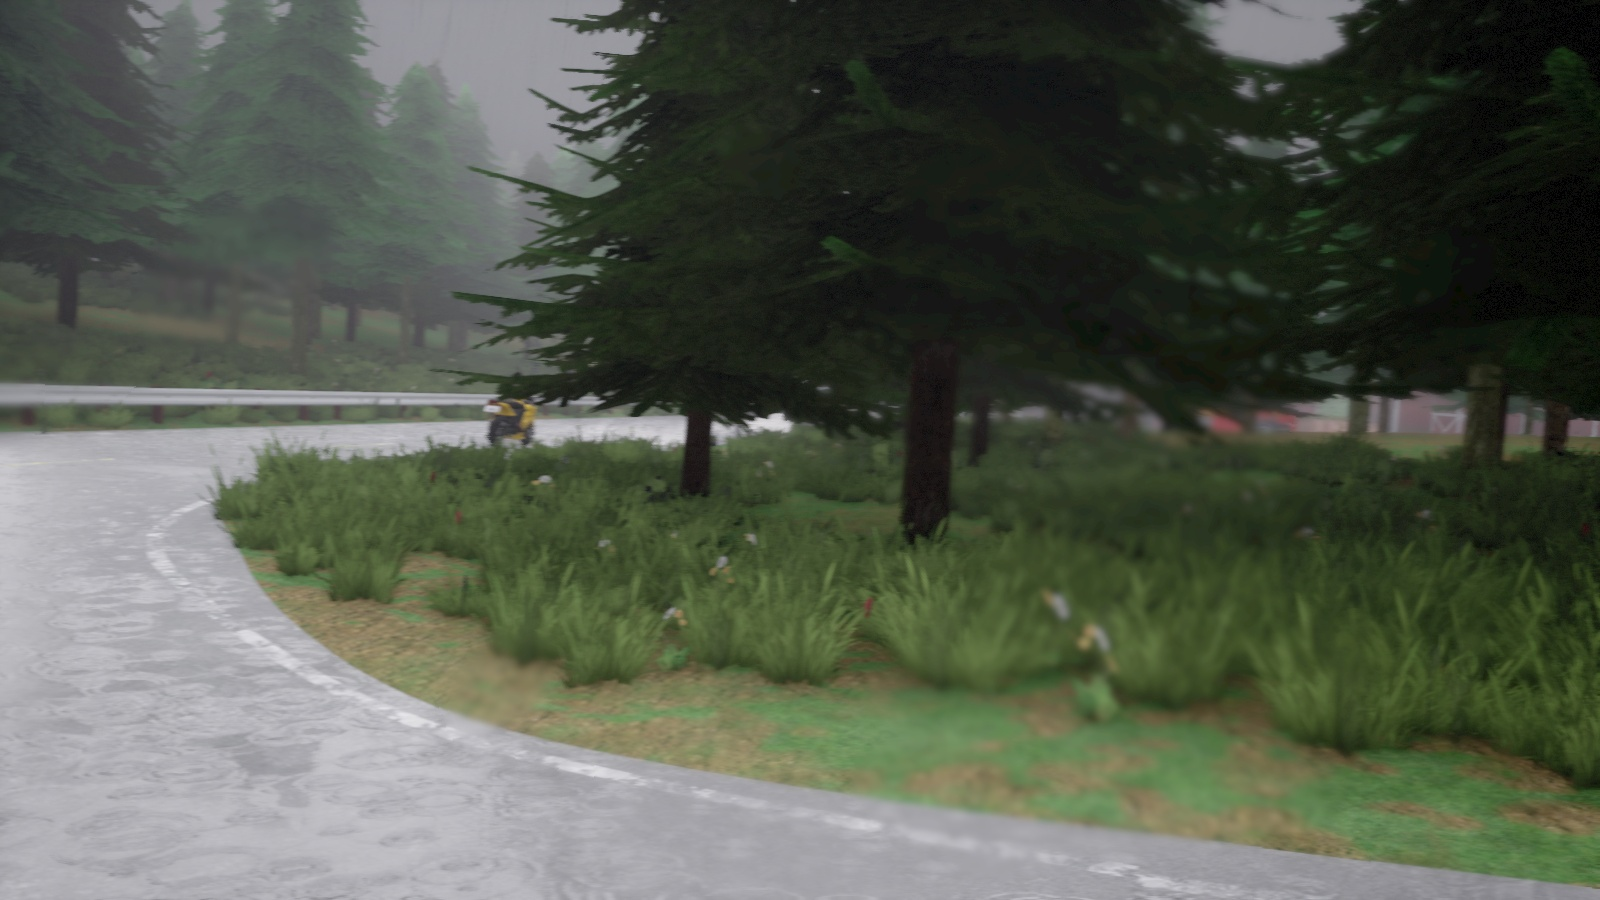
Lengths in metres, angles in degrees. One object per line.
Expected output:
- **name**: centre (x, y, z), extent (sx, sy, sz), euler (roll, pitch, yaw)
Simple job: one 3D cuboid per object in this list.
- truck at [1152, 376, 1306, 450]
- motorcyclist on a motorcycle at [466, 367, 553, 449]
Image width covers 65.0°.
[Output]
- **truck**: centre (26.518, -2.334, 78.035), extent (8.468, 3.827, 2.891), euler (5, 3, 12)
- **motorcyclist on a motorcycle**: centre (-5.773, -0.840, 25.054), extent (0.797, 1.523, 2.044), euler (5, 3, 12)
